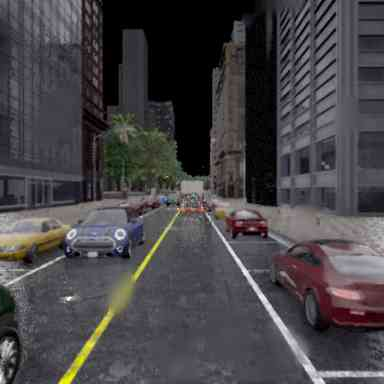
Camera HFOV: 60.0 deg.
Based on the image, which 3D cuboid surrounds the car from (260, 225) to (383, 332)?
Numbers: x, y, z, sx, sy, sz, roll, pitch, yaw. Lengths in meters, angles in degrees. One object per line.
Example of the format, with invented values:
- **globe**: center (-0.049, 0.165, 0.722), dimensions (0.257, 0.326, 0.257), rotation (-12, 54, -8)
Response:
- **car**: center (2.760, 1.585, 6.643), dimensions (1.802, 1.307, 4.206), rotation (0, 0, 0)

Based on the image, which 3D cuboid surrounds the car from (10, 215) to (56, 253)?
- **car**: center (-5.765, 1.531, 11.905), dimensions (1.752, 1.417, 4.829), rotation (0, 0, 0)

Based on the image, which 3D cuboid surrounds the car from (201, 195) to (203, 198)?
- **car**: center (2.762, 1.600, 55.468), dimensions (2.008, 1.369, 4.403), rotation (0, 0, 0)

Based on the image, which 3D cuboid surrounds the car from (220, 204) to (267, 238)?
- **car**: center (2.760, 1.554, 17.493), dimensions (1.887, 1.381, 4.507), rotation (0, 0, 0)

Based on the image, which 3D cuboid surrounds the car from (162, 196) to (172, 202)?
- **car**: center (-5.762, 1.657, 77.188), dimensions (1.802, 1.307, 4.206), rotation (0, 0, 0)

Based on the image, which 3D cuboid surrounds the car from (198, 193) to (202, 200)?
- **car**: center (2.762, 1.379, 66.319), dimensions (2.192, 1.841, 5.009), rotation (0, 0, 0)

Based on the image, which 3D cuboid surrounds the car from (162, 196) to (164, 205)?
- **car**: center (-5.763, 1.587, 50.057), dimensions (1.887, 1.381, 4.507), rotation (0, 0, 0)

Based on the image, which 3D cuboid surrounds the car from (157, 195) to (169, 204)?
- **car**: center (-5.763, 1.503, 66.335), dimensions (1.967, 1.590, 4.097), rotation (0, 0, 0)

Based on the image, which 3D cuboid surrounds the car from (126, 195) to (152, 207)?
- **car**: center (-5.765, 1.338, 33.779), dimensions (2.192, 1.841, 5.009), rotation (0, 0, 0)

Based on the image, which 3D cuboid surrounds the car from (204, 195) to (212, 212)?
- **car**: center (2.761, 1.469, 39.194), dimensions (1.967, 1.590, 4.097), rotation (0, 0, 0)

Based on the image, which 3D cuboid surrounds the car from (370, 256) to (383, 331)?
- **car**: center (2.760, 1.441, 1.219), dimensions (1.967, 1.590, 4.097), rotation (0, 0, 0)

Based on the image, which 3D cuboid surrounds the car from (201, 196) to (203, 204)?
- **car**: center (2.761, 1.587, 50.044), dimensions (1.887, 1.381, 4.507), rotation (0, 0, 0)

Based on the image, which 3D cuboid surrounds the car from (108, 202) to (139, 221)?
- **car**: center (-5.764, 1.599, 28.353), dimensions (1.802, 1.307, 4.206), rotation (0, 0, 0)

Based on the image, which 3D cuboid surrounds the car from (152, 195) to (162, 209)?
- **car**: center (-5.765, 1.350, 44.631), dimensions (2.192, 1.841, 5.009), rotation (0, 0, 0)

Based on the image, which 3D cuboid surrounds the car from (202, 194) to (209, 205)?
- **car**: center (2.761, 1.475, 44.619), dimensions (1.967, 1.590, 4.097), rotation (0, 0, 0)

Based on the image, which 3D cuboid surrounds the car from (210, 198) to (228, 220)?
- **car**: center (2.761, 1.543, 28.514), dimensions (1.752, 1.417, 4.829), rotation (0, 0, 0)

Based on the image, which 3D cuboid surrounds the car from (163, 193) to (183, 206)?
- **car**: center (-3.045, 1.268, 54.958), dimensions (2.150, 2.045, 5.566), rotation (0, 0, 1)

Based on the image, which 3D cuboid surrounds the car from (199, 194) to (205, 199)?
- **car**: center (2.762, 1.582, 61.064), dimensions (1.752, 1.417, 4.829), rotation (0, 0, 0)

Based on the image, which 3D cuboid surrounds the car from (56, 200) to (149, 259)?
- **car**: center (-3.084, 1.358, 12.621), dimensions (2.097, 1.767, 4.553), rotation (0, 0, 0)

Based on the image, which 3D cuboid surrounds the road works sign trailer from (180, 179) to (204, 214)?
- **road works sign trailer**: center (0.002, 0.488, 34.468), dimensions (2.380, 3.560, 2.880), rotation (0, 0, 0)

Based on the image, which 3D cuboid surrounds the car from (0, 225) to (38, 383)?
- **car**: center (-3.096, 1.352, 2.061), dimensions (2.097, 1.767, 4.553), rotation (0, 0, 0)
